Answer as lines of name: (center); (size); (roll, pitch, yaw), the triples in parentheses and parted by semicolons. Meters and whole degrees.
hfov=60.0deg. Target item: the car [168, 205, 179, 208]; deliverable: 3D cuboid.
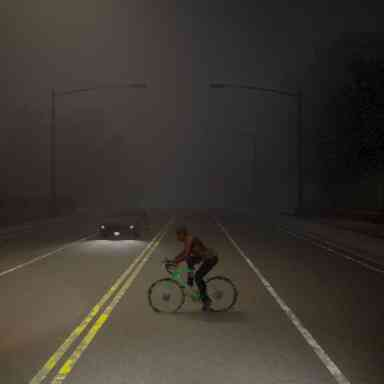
car: (-3.188, 3.022, 59.456); (2.128, 1.511, 4.902); (0, -10, 1)

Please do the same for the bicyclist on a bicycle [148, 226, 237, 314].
bicyclist on a bicycle: (-0.008, 1.455, 6.140); (1.656, 1.620, 0.582); (-2, 0, 0)

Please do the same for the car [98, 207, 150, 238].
car: (-3.461, 1.548, 18.099); (2.033, 1.411, 5.357); (0, 0, 1)
